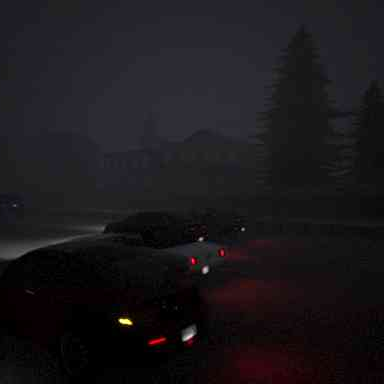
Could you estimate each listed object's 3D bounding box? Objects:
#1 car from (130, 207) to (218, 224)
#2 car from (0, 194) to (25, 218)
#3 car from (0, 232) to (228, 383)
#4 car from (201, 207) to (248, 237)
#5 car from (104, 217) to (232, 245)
[{"bbox_3d":[-1.605,1.503,13.737,4.892,1.490,1.837,0,0,36],"label":"car"},{"bbox_3d":[-16.676,1.215,28.791,5.566,2.045,2.150,0,0,36],"label":"car"},{"bbox_3d":[-1.905,1.525,5.352,4.674,1.442,1.812,0,0,36],"label":"car"},{"bbox_3d":[0.373,1.489,16.625,4.902,1.511,2.128,0,0,36],"label":"car"},{"bbox_3d":[-1.472,1.599,9.342,4.718,1.301,1.895,0,0,36],"label":"car"}]
